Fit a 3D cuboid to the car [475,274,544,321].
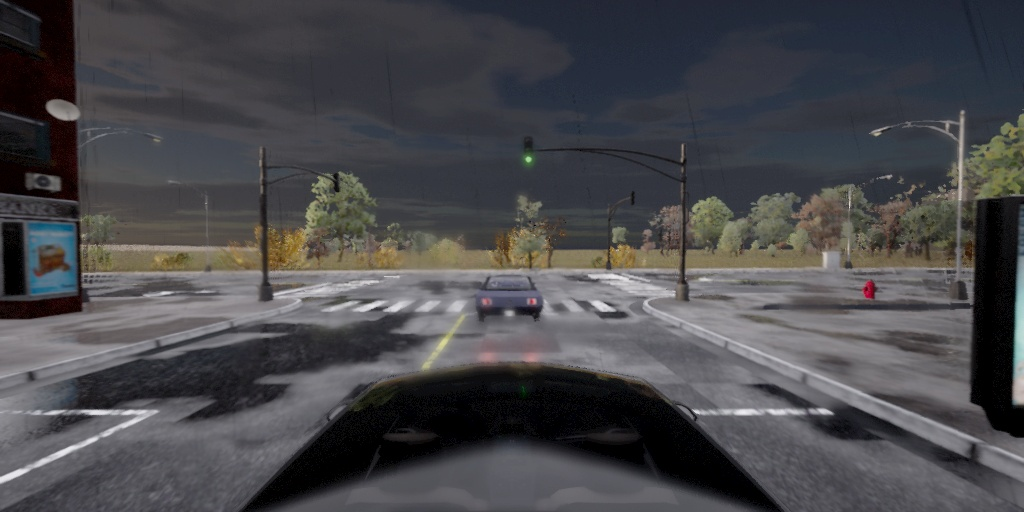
[{"bbox_3d":[-0.120,1.222,11.818,1.895,1.301,4.718,0,1,-2],"label":"car"}]
